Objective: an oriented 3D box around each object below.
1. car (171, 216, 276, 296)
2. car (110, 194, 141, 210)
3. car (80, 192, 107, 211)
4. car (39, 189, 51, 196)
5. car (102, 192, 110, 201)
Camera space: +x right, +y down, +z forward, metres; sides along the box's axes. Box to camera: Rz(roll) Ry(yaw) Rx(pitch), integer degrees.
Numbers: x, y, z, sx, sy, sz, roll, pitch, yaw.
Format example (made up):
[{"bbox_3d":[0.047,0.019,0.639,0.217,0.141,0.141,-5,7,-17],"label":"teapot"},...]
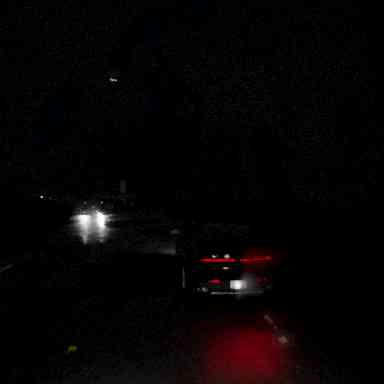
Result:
[{"bbox_3d":[0.580,1.374,8.373,1.837,1.490,4.892,0,1,-6],"label":"car"},{"bbox_3d":[-6.353,0.893,32.328,1.882,1.535,5.008,0,1,-22],"label":"car"},{"bbox_3d":[-9.565,0.988,31.559,1.895,1.301,4.718,0,1,-22],"label":"car"},{"bbox_3d":[-30.554,0.061,69.058,1.882,1.535,5.008,0,0,-31],"label":"car"},{"bbox_3d":[-11.743,0.691,43.852,2.033,1.411,5.357,0,1,-31],"label":"car"}]
